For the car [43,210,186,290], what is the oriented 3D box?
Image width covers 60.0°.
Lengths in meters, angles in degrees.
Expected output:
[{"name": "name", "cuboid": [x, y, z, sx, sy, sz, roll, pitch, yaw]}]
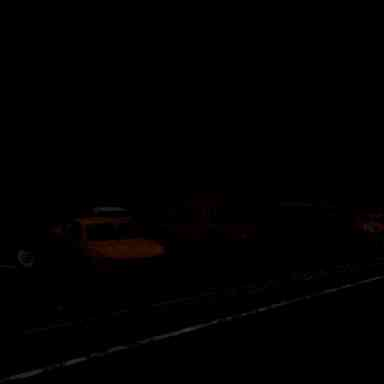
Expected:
[{"name": "car", "cuboid": [-2.544, 1.480, 9.387, 2.097, 1.535, 5.008, 1, -1, -36]}]

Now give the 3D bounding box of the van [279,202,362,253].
[{"name": "van", "cuboid": [4.773, 1.453, 14.818, 1.878, 1.987, 4.442, 2, -1, -36]}]

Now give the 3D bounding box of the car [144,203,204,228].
[{"name": "car", "cuboid": [-1.509, 1.705, 25.498, 1.946, 1.575, 5.366, 2, -1, -36]}]

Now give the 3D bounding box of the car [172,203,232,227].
[{"name": "car", "cuboid": [0.650, 1.781, 27.051, 1.946, 1.575, 5.366, 2, -1, -36]}]

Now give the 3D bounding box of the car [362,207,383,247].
[{"name": "car", "cuboid": [7.285, 1.634, 16.522, 2.185, 1.767, 4.553, 2, -1, -36]}]

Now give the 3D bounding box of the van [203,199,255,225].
[{"name": "van", "cuboid": [3.098, 1.644, 28.442, 1.878, 1.987, 4.442, 2, -1, -36]}]

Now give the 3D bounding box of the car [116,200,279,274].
[{"name": "car", "cuboid": [-0.195, 1.281, 11.125, 2.435, 2.045, 5.566, 2, -1, -36]}]

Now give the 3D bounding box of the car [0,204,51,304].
[{"name": "car", "cuboid": [-5.013, 1.300, 7.625, 2.185, 1.767, 4.553, 1, -1, -36]}]

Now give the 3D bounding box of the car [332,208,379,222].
[{"name": "car", "cuboid": [19.902, 2.766, 40.647, 2.002, 1.452, 4.674, 3, -2, -36]}]

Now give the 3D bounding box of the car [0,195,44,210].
[{"name": "car", "cuboid": [-10.436, 1.213, 18.777, 2.435, 2.045, 5.566, 1, -1, -36]}]

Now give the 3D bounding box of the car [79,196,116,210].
[{"name": "car", "cuboid": [-6.018, 1.315, 21.988, 2.435, 2.045, 5.566, 1, -1, -36]}]

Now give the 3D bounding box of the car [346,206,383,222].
[{"name": "car", "cuboid": [22.452, 2.751, 42.539, 2.185, 1.767, 4.553, 3, -2, -35]}]

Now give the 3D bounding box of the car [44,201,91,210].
[{"name": "car", "cuboid": [-8.294, 1.513, 20.361, 2.231, 1.521, 4.892, 1, -1, -36]}]
